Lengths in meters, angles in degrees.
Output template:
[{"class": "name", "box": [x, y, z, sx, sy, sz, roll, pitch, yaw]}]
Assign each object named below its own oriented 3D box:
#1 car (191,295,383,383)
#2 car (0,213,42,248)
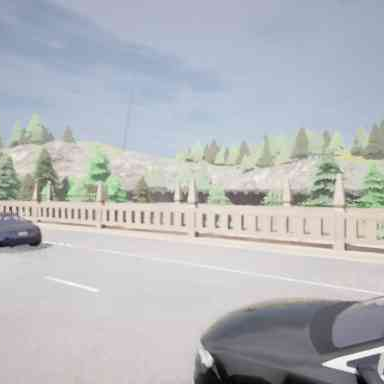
[{"class": "car", "box": [2.233, 1.492, 2.399, 4.902, 1.511, 2.128, 0, 0, 36]}, {"class": "car", "box": [-8.131, 1.553, 13.731, 4.181, 1.385, 1.994, 0, 0, 32]}]
